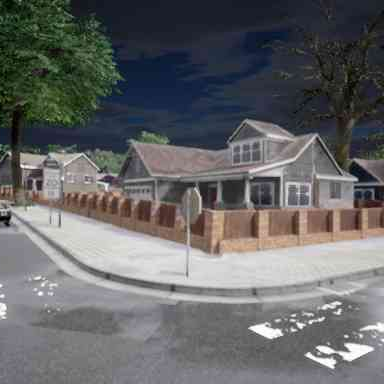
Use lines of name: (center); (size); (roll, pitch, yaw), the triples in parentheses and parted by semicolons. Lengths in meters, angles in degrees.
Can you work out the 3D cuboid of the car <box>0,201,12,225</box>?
car: (-11.406, 1.121, 18.686); (1.895, 1.301, 4.718); (2, 0, -34)
